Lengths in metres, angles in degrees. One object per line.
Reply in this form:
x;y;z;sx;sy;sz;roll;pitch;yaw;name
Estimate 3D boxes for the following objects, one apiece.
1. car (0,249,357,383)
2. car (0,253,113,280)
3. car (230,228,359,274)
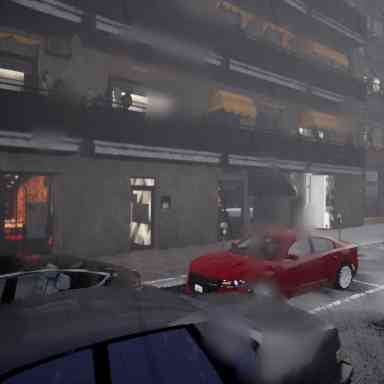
-1.009;1.547;2.353;5.357;1.411;2.033;0;0;-36;car
-2.663;1.566;4.191;4.313;1.339;1.947;0;1;-36;car
1.953;1.546;7.485;4.507;1.381;1.887;0;1;-36;car
